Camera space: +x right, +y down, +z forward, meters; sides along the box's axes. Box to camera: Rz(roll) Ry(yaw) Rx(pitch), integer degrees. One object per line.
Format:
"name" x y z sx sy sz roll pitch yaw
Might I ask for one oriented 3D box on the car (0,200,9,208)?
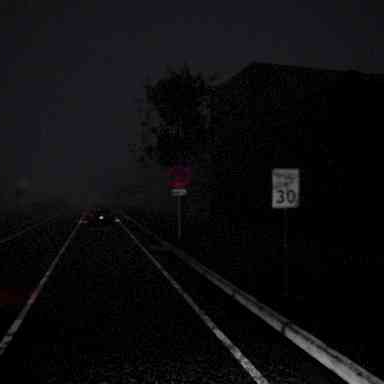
"car" -43.552 2.957 73.090 4.674 1.452 2.002 -1 -1 -16

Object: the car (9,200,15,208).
"car" -44.149 2.970 75.817 5.366 1.575 1.946 -1 -1 -16

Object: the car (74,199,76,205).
"car" -33.379 2.637 84.875 5.566 2.045 2.435 -1 -1 -16

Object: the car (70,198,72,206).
"car" -31.009 2.710 76.802 4.892 1.521 2.231 -1 -1 -16

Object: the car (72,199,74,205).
"car" -32.564 2.828 82.187 5.008 1.535 2.097 -1 -1 -16

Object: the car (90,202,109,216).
"car" -11.200 2.021 40.221 2.033 1.411 5.357 -1 0 -16

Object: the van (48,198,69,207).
"van" -31.908 2.544 79.464 4.442 1.987 1.878 -1 -1 -16

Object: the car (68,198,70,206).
"car" -28.720 2.282 68.718 5.566 2.045 2.435 -1 -1 -16

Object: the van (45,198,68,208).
"van" -30.131 2.421 74.143 4.442 1.987 1.878 -1 -1 -16

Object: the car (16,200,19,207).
"car" -45.843 3.124 81.124 4.792 1.488 2.163 -1 -1 -16

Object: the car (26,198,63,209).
"car" -25.589 2.334 57.950 4.892 1.521 2.231 -1 -1 -16

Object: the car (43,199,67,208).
"car" -29.434 2.463 71.424 4.553 1.767 2.185 -1 -1 -16

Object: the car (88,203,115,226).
"car" -7.195 1.872 26.292 1.994 1.385 4.181 -1 0 -16

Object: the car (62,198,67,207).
"car" -26.400 2.127 60.636 5.566 2.045 2.435 -1 -1 -16
